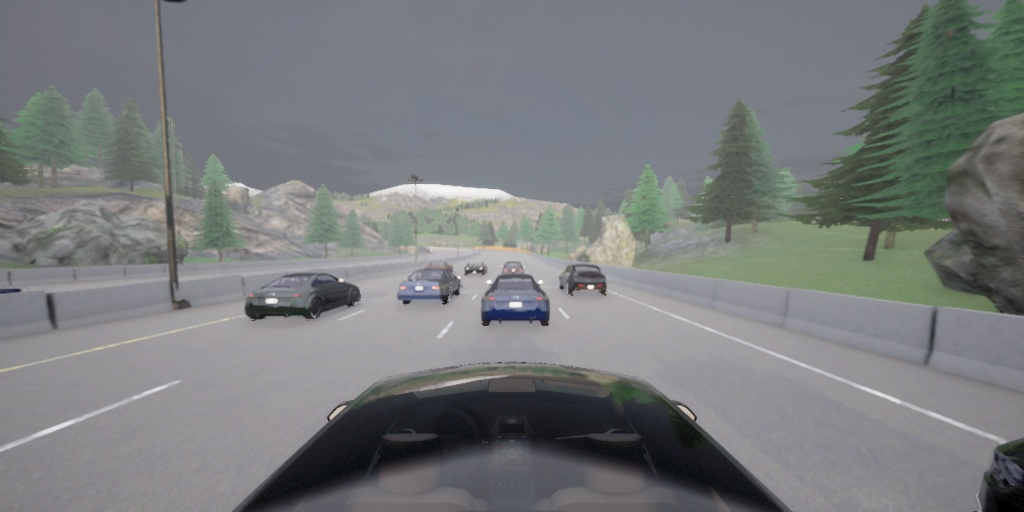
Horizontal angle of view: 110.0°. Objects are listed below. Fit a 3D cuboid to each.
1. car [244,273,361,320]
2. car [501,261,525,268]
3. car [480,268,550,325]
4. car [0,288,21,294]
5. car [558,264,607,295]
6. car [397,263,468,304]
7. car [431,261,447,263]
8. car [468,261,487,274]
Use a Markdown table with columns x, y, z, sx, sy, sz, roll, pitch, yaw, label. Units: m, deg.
| x | y | z | sx | sy | sz | roll | pitch | yaw | label |
| --- | --- | --- | --- | --- | --- | --- | --- | --- | --- |
| -6.905 | 1.252 | 12.307 | 1.994 | 1.385 | 4.181 | 0 | 0 | 0 | car |
| 0.089 | 1.138 | 29.691 | 2.033 | 1.411 | 5.357 | 0 | 0 | 0 | car |
| 0.095 | 1.255 | 11.569 | 1.994 | 1.385 | 4.181 | 0 | 0 | 0 | car |
| -17.593 | 1.304 | 9.885 | 1.895 | 1.301 | 4.718 | 0 | 0 | 0 | car |
| 3.593 | 1.156 | 18.786 | 1.837 | 1.490 | 4.892 | 0 | 0 | 0 | car |
| -3.406 | 1.217 | 15.646 | 2.033 | 1.411 | 5.357 | 0 | 0 | 0 | car |
| -6.913 | 1.164 | 34.717 | 1.895 | 1.301 | 4.718 | 0 | 0 | 0 | car |
| -3.413 | 1.164 | 34.727 | 1.895 | 1.301 | 4.718 | 0 | 0 | 0 | car |
